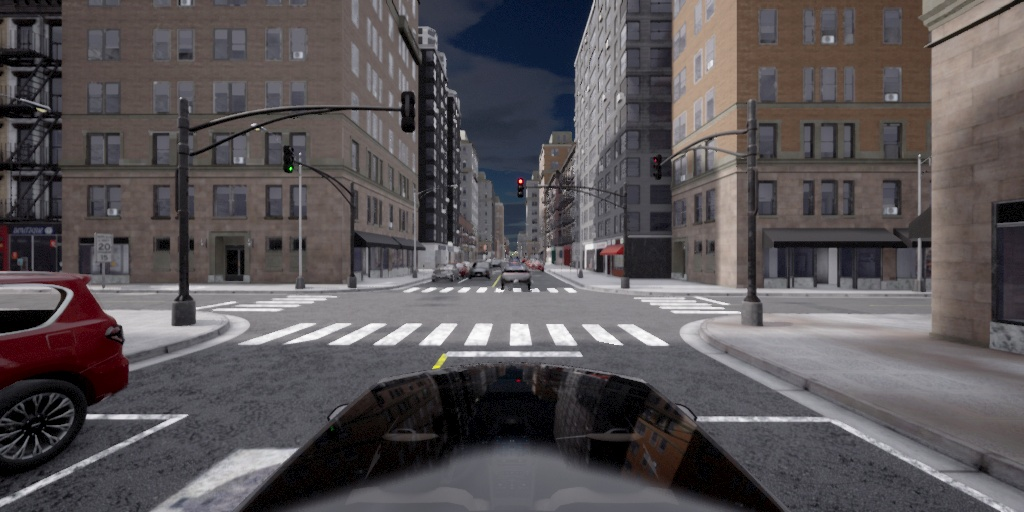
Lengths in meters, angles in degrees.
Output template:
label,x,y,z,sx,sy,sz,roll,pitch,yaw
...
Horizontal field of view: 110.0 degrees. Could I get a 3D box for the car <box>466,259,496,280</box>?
label,x,y,z,sx,sy,sz,roll,pitch,yaw
car,-2.646,1.242,30.845,1.837,1.490,4.892,0,0,0

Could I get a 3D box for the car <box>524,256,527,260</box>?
label,x,y,z,sx,sy,sz,roll,pitch,yaw
car,3.390,1.069,58.423,2.097,1.767,4.553,0,0,0

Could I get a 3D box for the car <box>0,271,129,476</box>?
label,x,y,z,sx,sy,sz,roll,pitch,yaw
car,-5.389,1.065,2.011,2.192,1.841,5.009,0,0,0

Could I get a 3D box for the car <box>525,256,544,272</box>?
label,x,y,z,sx,sy,sz,roll,pitch,yaw
car,2.942,1.168,44.771,1.967,1.591,4.097,0,0,0

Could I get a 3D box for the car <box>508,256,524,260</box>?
label,x,y,z,sx,sy,sz,roll,pitch,yaw
car,0.442,1.208,57.737,2.128,1.511,4.902,0,0,1

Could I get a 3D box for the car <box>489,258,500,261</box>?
label,x,y,z,sx,sy,sz,roll,pitch,yaw
car,-2.455,1.226,53.768,1.837,1.490,4.892,0,0,1

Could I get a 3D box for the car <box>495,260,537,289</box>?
label,x,y,z,sx,sy,sz,roll,pitch,yaw
car,0.247,1.232,23.043,2.128,1.511,4.902,0,0,0

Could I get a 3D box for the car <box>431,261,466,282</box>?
label,x,y,z,sx,sy,sz,roll,pitch,yaw
car,-5.199,1.289,28.474,2.007,1.370,4.403,0,0,0
